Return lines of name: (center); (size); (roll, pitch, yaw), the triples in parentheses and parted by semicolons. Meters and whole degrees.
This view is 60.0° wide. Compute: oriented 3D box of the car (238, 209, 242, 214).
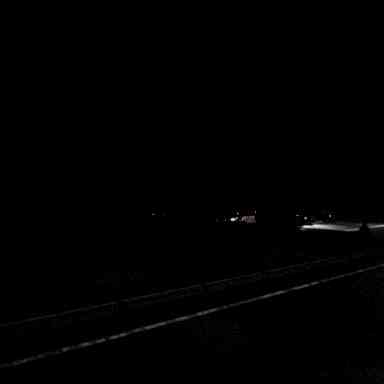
car: (2.734, 1.785, 34.667); (2.033, 1.411, 5.357); (0, -1, -42)

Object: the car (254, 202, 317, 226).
car: (6.622, 1.649, 24.601); (1.994, 1.385, 4.181); (0, -1, -39)

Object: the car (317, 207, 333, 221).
car: (8.981, 1.584, 27.250); (2.128, 1.511, 4.902); (0, -1, -39)
